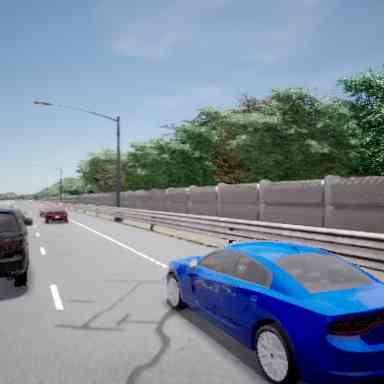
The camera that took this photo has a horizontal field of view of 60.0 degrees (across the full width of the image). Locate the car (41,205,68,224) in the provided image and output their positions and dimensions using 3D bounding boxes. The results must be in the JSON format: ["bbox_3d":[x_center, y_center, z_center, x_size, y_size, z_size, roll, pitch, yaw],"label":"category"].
[{"bbox_3d":[-12.902,2.085,31.393,1.882,1.535,5.008,1,-1,-26],"label":"car"}]

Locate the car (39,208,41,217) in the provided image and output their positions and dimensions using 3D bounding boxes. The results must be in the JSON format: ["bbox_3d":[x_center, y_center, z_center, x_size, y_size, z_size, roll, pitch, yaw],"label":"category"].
[{"bbox_3d":[-17.955,2.342,41.382,1.812,1.442,4.674,1,-1,-26],"label":"car"}]

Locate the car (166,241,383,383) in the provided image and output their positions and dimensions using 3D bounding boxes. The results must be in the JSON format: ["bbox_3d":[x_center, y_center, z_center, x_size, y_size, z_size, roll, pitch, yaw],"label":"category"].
[{"bbox_3d":[1.154,1.588,5.725,1.882,1.535,5.008,1,-1,-26],"label":"car"}]

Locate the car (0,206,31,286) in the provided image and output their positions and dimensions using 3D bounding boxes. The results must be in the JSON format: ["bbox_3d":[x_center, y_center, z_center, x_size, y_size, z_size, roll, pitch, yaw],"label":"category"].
[{"bbox_3d":[-5.927,1.402,9.575,2.150,2.045,5.566,1,-1,-26],"label":"car"}]

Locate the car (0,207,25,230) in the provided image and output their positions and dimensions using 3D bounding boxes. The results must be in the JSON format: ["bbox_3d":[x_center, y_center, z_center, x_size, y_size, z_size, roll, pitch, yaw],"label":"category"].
[{"bbox_3d":[-14.140,2.005,26.064,1.837,1.490,4.892,1,-1,-26],"label":"car"}]
